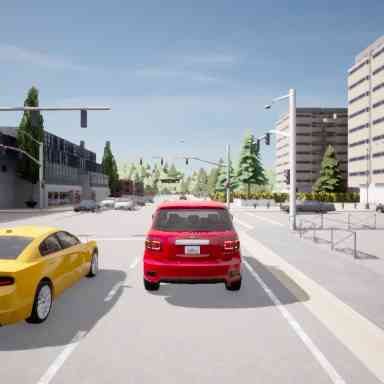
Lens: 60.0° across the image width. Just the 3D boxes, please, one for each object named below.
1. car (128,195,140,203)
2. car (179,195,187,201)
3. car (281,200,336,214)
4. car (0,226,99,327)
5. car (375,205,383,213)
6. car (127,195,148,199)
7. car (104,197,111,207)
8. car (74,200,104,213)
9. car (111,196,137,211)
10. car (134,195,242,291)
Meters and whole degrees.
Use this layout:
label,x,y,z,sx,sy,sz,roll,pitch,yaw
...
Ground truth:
label,x,y,z,sx,sy,sz,roll,pitch,yaw
car,-12.422,1.500,71.391,1.837,1.490,4.892,0,0,-2
car,-2.357,1.524,87.236,1.812,1.442,4.674,0,0,-2
car,12.075,1.547,34.627,5.357,1.411,2.033,0,0,-2
car,-3.480,1.478,7.167,1.882,1.535,5.008,0,0,0
car,22.306,1.547,34.938,5.357,1.411,2.033,0,0,-2
car,-8.470,1.505,51.909,1.837,1.490,4.892,0,0,-1
car,-11.873,1.526,48.265,1.812,1.442,4.674,0,0,-2
car,-11.490,1.564,36.694,1.994,1.385,4.181,0,0,-2
car,-8.110,1.526,40.086,1.812,1.442,4.674,0,0,-2
car,0.014,1.221,9.156,2.150,2.045,5.566,0,0,0
